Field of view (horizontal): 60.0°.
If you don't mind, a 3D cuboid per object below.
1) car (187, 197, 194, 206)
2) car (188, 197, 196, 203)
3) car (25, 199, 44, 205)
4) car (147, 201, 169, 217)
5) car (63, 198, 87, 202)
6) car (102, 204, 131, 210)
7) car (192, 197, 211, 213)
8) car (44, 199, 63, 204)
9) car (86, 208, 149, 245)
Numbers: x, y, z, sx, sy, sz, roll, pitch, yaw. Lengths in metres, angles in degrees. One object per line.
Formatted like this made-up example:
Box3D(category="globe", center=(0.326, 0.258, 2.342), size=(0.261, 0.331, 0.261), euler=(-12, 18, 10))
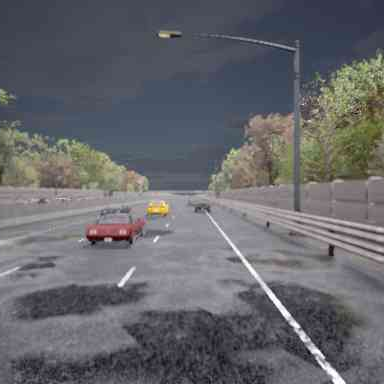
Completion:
Box3D(category="car", center=(0.004, 1.843, 59.537), size=(2.033, 1.411, 5.357), euler=(0, 0, 0))
Box3D(category="car", center=(0.005, 1.861, 79.287), size=(1.994, 1.385, 4.181), euler=(0, 0, 0))
Box3D(category="car", center=(-24.543, 1.781, 52.549), size=(1.812, 1.442, 4.674), euler=(0, 0, 1))
Box3D(category="car", center=(-3.396, 1.627, 33.856), size=(1.882, 1.535, 5.008), euler=(0, 0, 0))
Box3D(category="car", center=(-17.560, 1.740, 51.318), size=(2.128, 1.511, 4.902), euler=(0, 0, 0))
Box3D(category="car", center=(-6.895, 1.734, 30.776), size=(1.895, 1.301, 4.718), euler=(0, 0, 0))
Box3D(category="car", center=(1.227, 1.689, 40.024), size=(1.837, 1.490, 4.892), euler=(0, 0, 0))
Box3D(category="car", center=(-21.048, 1.819, 52.583), size=(1.994, 1.385, 4.181), euler=(0, 0, 1))
Box3D(category="car", center=(-3.397, 1.668, 15.736), size=(1.895, 1.301, 4.718), euler=(0, 0, 0))
